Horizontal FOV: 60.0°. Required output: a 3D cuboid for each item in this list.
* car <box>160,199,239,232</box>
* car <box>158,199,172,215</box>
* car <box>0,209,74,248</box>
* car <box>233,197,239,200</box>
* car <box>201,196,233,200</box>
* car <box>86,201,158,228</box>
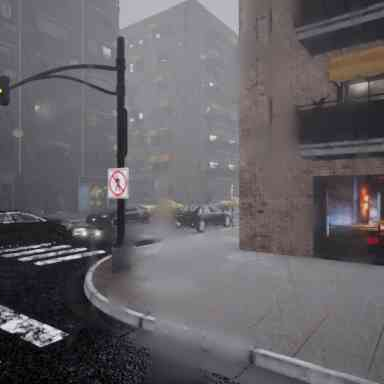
[{"bbox_3d":[0.599,1.333,18.293,2.008,1.369,4.403,1,1,36],"label":"car"},{"bbox_3d":[-2.574,1.252,27.346,1.752,1.417,4.829,1,1,36],"label":"car"},{"bbox_3d":[-6.786,1.391,12.318,2.128,1.511,4.902,0,1,36],"label":"car"},{"bbox_3d":[4.079,1.111,36.531,1.752,1.417,4.829,1,1,36],"label":"car"},{"bbox_3d":[1.368,1.245,28.595,1.994,1.385,4.181,0,1,36],"label":"car"},{"bbox_3d":[-4.436,1.368,20.591,1.994,1.385,4.181,0,1,36],"label":"car"}]
